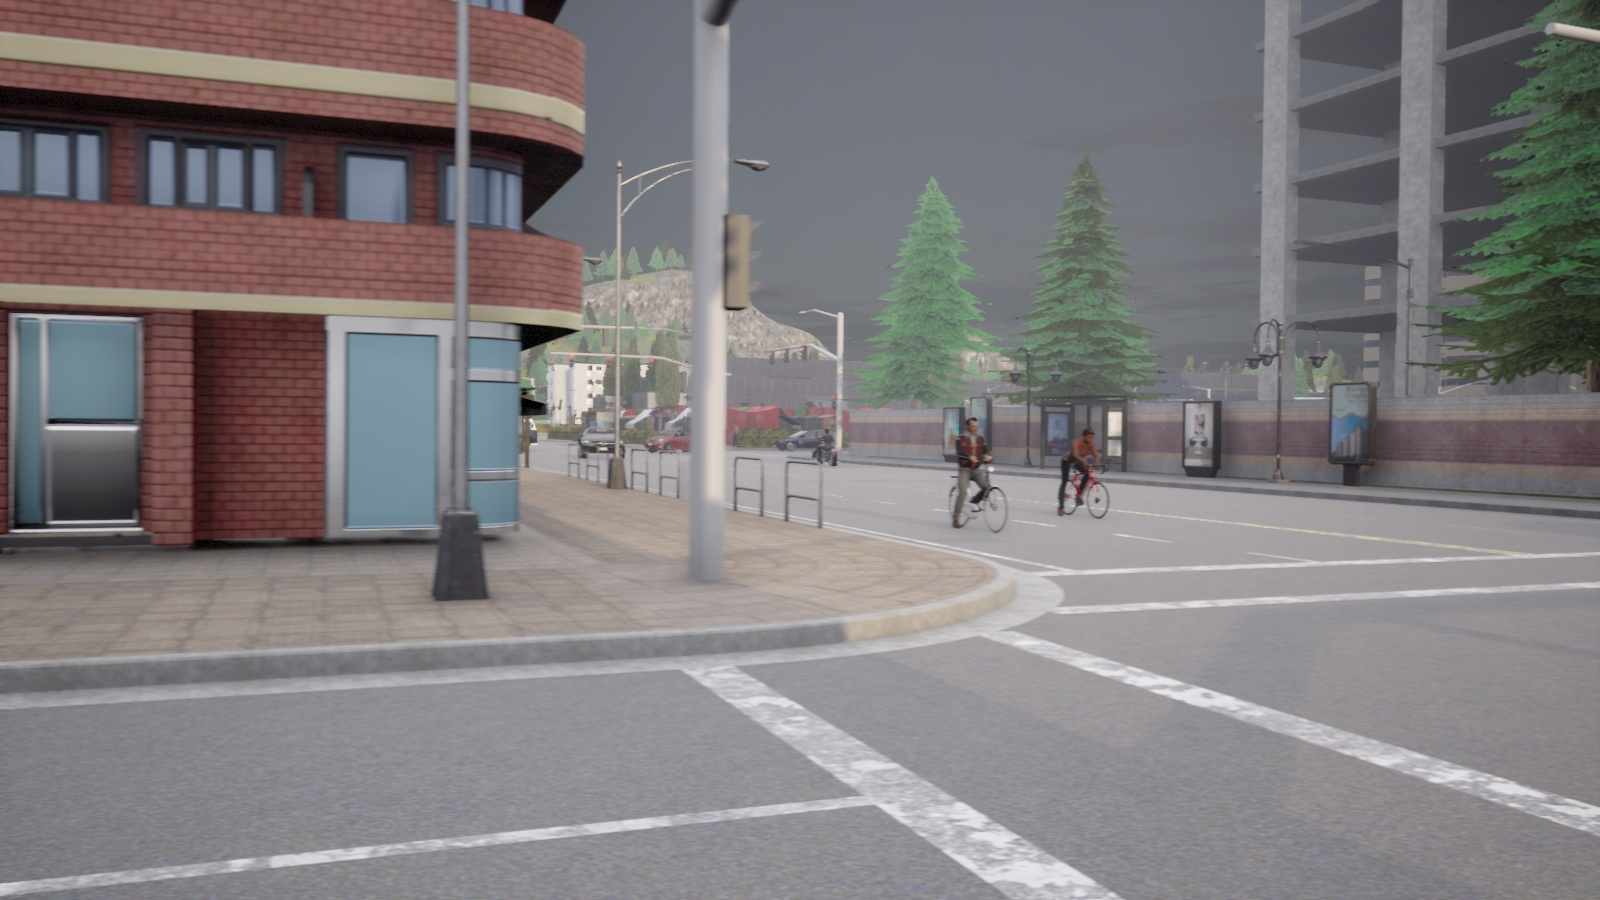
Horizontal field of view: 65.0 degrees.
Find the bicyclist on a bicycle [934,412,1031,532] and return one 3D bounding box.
[{"bbox_3d":[2.822,0.319,19.580,0.659,1.776,1.843,-1,1,-21],"label":"bicyclist on a bicycle"}]

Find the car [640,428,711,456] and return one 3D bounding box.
[{"bbox_3d":[-7.562,-0.478,76.516,1.851,1.617,3.988,0,1,44],"label":"car"}]

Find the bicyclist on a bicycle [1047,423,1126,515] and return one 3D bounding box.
[{"bbox_3d":[5.231,0.319,23.055,0.582,1.620,1.656,-1,1,-21],"label":"bicyclist on a bicycle"}]

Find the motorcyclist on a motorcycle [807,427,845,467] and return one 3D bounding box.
[{"bbox_3d":[1.082,-0.130,53.247,0.766,1.649,2.350,-1,1,-21],"label":"motorcyclist on a motorcycle"}]

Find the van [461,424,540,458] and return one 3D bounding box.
[{"bbox_3d":[-18.604,-0.560,78.017,4.480,2.038,2.069,-1,1,-22],"label":"van"}]

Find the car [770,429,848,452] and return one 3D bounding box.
[{"bbox_3d":[0.609,-0.657,85.597,4.792,1.488,2.163,-1,1,-21],"label":"car"}]

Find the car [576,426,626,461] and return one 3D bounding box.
[{"bbox_3d":[-9.973,-0.345,62.724,2.152,1.651,5.027,-1,1,-13],"label":"car"}]
